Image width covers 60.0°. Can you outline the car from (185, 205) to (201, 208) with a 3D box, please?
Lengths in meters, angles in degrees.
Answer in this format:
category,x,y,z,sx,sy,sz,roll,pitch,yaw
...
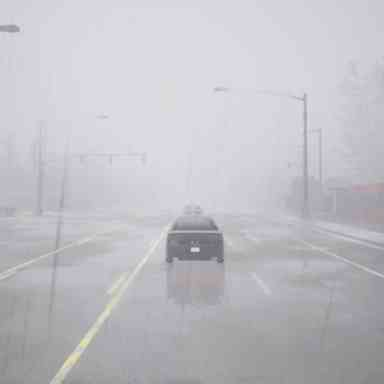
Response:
category,x,y,z,sx,sy,sz,roll,pitch,yaw
car,0.093,1.813,28.992,2.033,1.411,5.357,0,-1,0

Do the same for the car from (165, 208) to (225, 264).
category,x,y,z,sx,sy,sz,roll,pitch,yaw
car,0.096,1.582,12.294,1.882,1.535,5.008,0,-1,0
